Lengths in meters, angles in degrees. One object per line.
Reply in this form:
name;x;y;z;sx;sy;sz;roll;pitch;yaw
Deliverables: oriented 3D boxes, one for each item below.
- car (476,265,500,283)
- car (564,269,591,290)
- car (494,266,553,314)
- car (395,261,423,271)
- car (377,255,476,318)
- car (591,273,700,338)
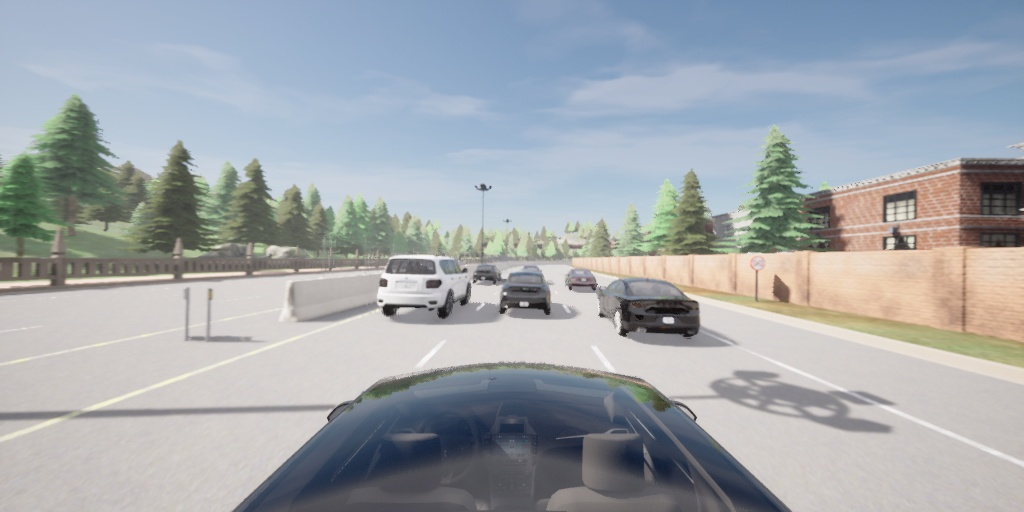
car;-1.989;1.434;29.397;1.837;1.490;4.892;1;0;4
car;4.717;1.582;25.147;2.033;1.411;5.357;1;0;4
car;0.571;1.369;14.449;1.837;1.490;4.892;1;0;4
car;-14.704;1.383;51.517;2.033;1.411;5.357;1;0;4
car;-3.003;1.003;13.401;2.150;2.045;5.566;1;0;4
car;3.851;1.381;10.945;1.882;1.535;5.008;1;0;4
